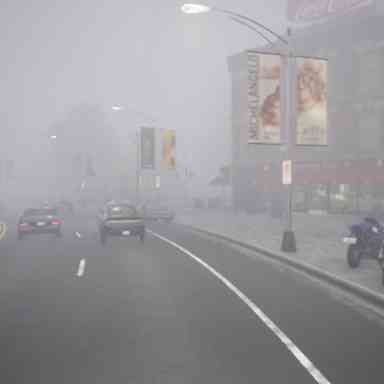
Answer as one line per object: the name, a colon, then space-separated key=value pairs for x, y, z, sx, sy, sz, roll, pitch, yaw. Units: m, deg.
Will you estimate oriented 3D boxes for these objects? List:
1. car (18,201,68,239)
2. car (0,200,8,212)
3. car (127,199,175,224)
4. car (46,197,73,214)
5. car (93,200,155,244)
car: x=-7.596 y=1.416 z=16.603 sx=2.033 sy=1.411 sz=5.357 roll=0 pitch=1 yaw=-25
car: x=-20.463 y=1.356 z=33.697 sx=4.718 sy=1.301 sz=1.895 roll=0 pitch=1 yaw=41
car: x=-2.819 y=1.393 z=22.033 sx=1.895 sy=1.301 sz=4.718 roll=0 pitch=1 yaw=-24
car: x=-12.478 y=1.246 z=30.472 sx=2.128 sy=1.511 sz=4.902 roll=-1 pitch=1 yaw=-40
car: x=-3.415 y=1.356 z=15.280 sx=2.128 sy=1.511 sz=4.902 roll=0 pitch=1 yaw=-20
